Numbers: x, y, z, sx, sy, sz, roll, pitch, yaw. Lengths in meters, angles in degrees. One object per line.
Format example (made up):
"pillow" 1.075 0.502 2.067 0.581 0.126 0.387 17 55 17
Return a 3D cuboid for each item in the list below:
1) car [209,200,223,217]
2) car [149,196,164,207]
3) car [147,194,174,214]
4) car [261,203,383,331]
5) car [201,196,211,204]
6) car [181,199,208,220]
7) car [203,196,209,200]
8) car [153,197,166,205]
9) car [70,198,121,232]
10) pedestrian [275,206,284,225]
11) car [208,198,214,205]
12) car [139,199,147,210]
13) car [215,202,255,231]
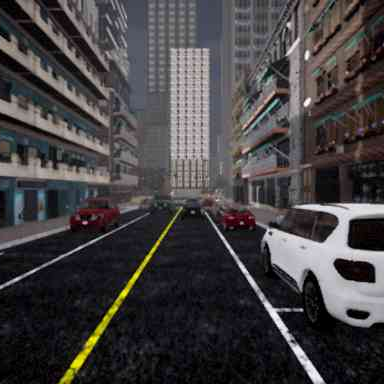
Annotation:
"car" 2.686 1.548 25.729 2.008 1.369 4.403 -1 0 0
"car" -5.690 1.438 53.362 1.967 1.590 4.097 -1 0 0
"car" -3.091 1.221 35.335 2.150 2.045 5.566 0 0 0
"car" 3.000 1.224 6.992 2.150 2.045 5.566 0 0 0
"car" 2.694 1.525 64.564 1.752 1.417 4.829 -1 0 0
"car" 0.078 1.561 28.237 1.994 1.385 4.181 0 0 0
"car" 2.692 1.543 53.347 1.887 1.381 4.507 -1 0 0
"car" -5.688 1.544 58.886 1.887 1.381 4.507 -1 0 0
"car" -5.698 1.313 20.221 2.192 1.841 5.009 -1 0 0
"pedestrian" 2.735 1.292 10.238 0.375 1.860 0.375 -1 1 0
"car" 2.687 1.522 31.423 1.752 1.417 4.829 -1 0 0
"car" -5.691 1.579 42.316 1.802 1.307 4.206 -1 0 0
"car" 2.685 1.542 20.206 1.887 1.381 4.507 -1 0 0
